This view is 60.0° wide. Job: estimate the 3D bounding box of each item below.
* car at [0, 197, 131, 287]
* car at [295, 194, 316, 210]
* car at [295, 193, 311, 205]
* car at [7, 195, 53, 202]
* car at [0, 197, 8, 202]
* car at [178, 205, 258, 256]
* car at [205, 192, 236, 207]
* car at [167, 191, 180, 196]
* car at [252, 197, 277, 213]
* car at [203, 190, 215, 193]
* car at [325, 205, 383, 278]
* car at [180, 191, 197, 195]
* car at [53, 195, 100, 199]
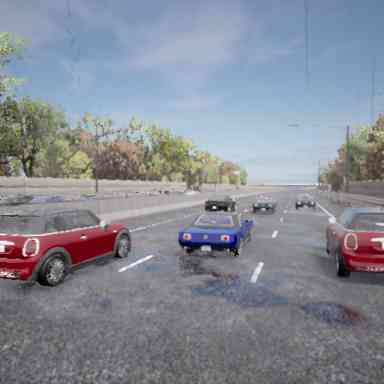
[{"bbox_3d":[-3.527,1.205,9.240,2.097,1.767,4.553,0,1,18],"label":"car"},{"bbox_3d":[11.376,1.049,33.381,1.895,1.301,4.718,0,1,18],"label":"car"},{"bbox_3d":[14.507,0.886,43.451,1.895,1.301,4.718,0,1,18],"label":"car"},{"bbox_3d":[-12.431,1.112,28.219,2.033,1.411,5.357,0,1,18],"label":"car"},{"bbox_3d":[-15.644,1.052,29.663,1.837,1.490,4.892,0,1,18],"label":"car"},{"bbox_3d":[1.114,1.398,12.315,1.895,1.301,4.718,0,1,17],"label":"car"},{"bbox_3d":[2.501,1.018,28.347,1.882,1.535,5.008,0,1,17],"label":"car"},{"bbox_3d":[-3.474,0.487,67.947,2.033,1.411,5.357,0,1,18],"label":"car"},{"bbox_3d":[6.598,1.114,29.699,1.895,1.301,4.718,0,1,17],"label":"car"},{"bbox_3d":[3.338,0.311,66.335,2.097,1.767,4.553,0,1,18],"label":"car"},{"bbox_3d":[5.063,1.188,9.463,2.097,1.767,4.553,0,1,18],"label":"car"},{"bbox_3d":[-0.254,0.485,66.555,1.812,1.442,4.674,0,1,18],"label":"car"},{"bbox_3d":[-8.867,1.057,27.881,2.128,1.511,4.902,0,1,18],"label":"car"}]
